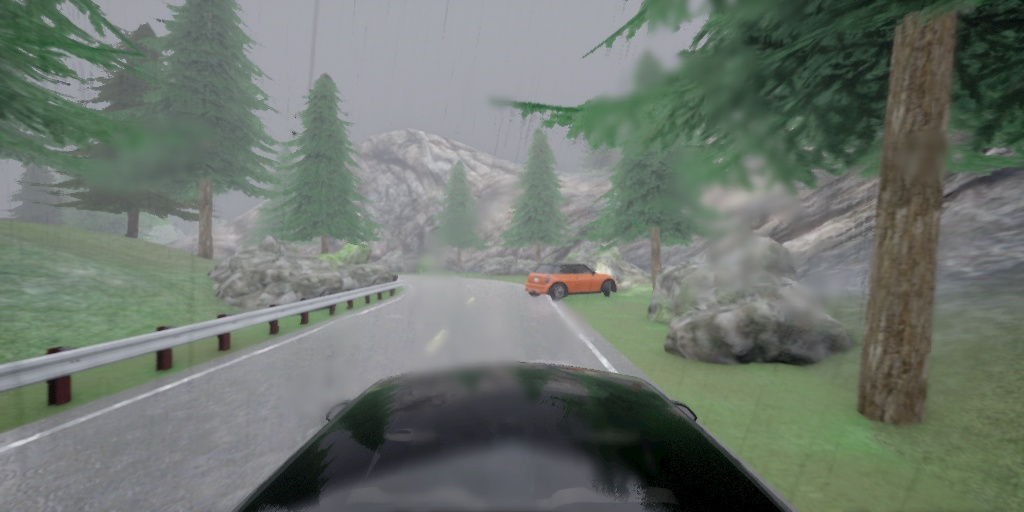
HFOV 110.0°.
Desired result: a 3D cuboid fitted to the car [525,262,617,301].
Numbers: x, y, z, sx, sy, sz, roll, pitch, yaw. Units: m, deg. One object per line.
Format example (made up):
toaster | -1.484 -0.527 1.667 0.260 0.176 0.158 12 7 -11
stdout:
car | 2.964 1.088 17.509 4.553 1.767 2.097 0 0 -30
